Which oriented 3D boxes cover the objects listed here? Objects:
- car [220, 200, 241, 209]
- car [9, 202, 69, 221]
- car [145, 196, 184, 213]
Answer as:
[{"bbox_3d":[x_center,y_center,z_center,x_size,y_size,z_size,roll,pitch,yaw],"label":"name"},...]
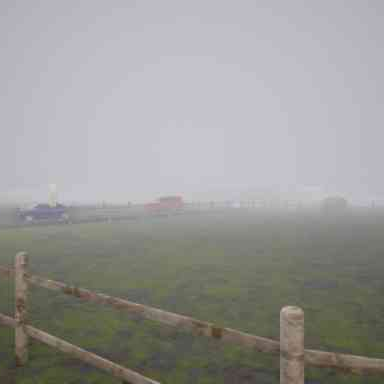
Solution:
[{"bbox_3d":[6.266,1.953,53.252,1.812,1.442,4.674,0,-1,36],"label":"car"},{"bbox_3d":[-12.482,1.612,27.644,1.882,1.535,5.008,0,0,36],"label":"car"},{"bbox_3d":[-3.290,1.496,40.253,2.150,2.045,5.566,0,-1,36],"label":"car"}]
